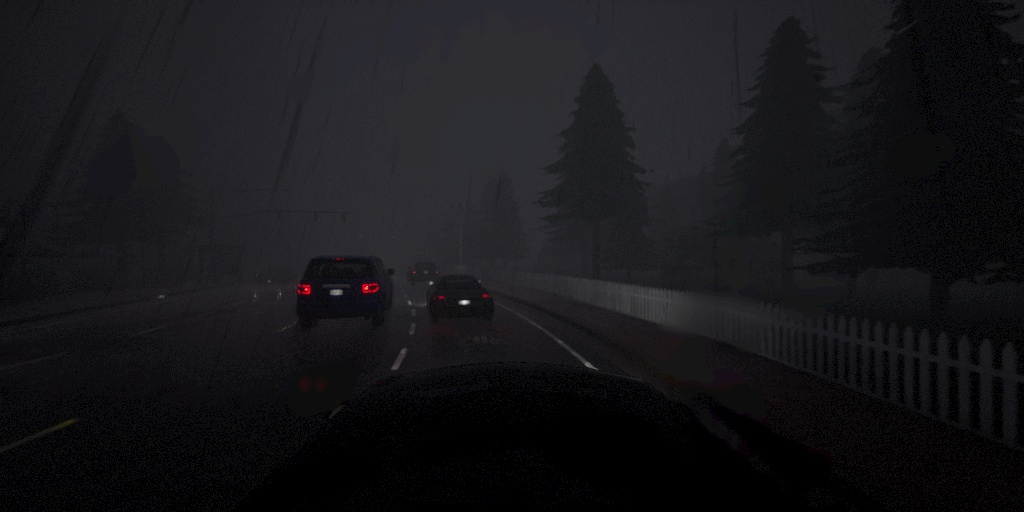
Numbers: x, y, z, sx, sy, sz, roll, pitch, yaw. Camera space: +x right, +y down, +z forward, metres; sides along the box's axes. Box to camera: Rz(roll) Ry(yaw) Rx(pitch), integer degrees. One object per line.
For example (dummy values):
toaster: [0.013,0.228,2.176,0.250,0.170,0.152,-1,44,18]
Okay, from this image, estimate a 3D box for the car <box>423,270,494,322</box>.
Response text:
car: [-1.936,1.351,12.584,1.994,1.385,4.181,0,0,-15]

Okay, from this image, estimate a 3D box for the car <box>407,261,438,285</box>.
car: [-6.840,1.193,27.504,2.097,1.767,4.553,0,0,-20]

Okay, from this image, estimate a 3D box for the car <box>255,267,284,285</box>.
car: [-18.203,1.519,27.832,1.895,1.301,4.718,0,0,-20]

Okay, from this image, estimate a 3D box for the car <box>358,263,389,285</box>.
car: [-10.791,1.346,28.170,2.128,1.511,4.902,0,0,-20]

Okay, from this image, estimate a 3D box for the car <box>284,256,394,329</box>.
car: [-5.170,1.015,11.706,2.150,2.045,5.566,0,0,-15]
